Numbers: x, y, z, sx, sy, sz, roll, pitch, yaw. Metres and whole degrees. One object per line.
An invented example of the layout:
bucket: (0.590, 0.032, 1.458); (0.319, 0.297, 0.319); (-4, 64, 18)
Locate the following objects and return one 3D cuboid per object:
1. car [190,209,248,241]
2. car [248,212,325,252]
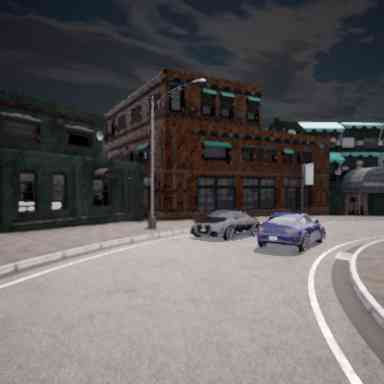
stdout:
car: (1.761, 1.588, 16.912); (1.994, 1.385, 4.181); (1, 0, 39)
car: (4.310, 1.581, 14.277); (1.812, 1.442, 4.674); (0, 0, 34)
